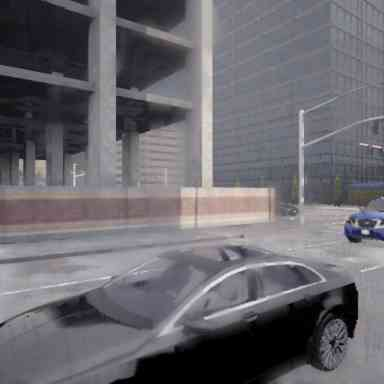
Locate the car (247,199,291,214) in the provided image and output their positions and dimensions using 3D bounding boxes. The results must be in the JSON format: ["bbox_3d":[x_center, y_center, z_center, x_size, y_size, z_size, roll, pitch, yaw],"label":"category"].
[{"bbox_3d":[8.469,1.526,36.896,1.812,1.442,4.674,0,0,-36],"label":"car"}]

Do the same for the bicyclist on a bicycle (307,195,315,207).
[{"bbox_3d":[16.533,1.301,46.187,1.656,1.620,0.582,0,0,-36],"label":"bicyclist on a bicycle"}]

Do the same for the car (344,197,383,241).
[{"bbox_3d":[9.057,1.221,14.775,5.566,2.045,2.150,0,0,-37],"label":"car"}]

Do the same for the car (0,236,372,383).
[{"bbox_3d":[0.117,1.491,4.077,4.902,1.511,2.128,0,0,-35],"label":"car"}]

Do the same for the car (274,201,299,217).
[{"bbox_3d":[8.063,1.564,31.496,1.994,1.385,4.181,0,0,-36],"label":"car"}]
